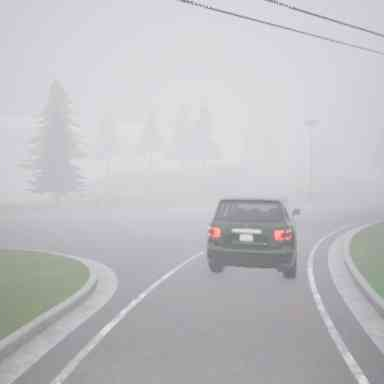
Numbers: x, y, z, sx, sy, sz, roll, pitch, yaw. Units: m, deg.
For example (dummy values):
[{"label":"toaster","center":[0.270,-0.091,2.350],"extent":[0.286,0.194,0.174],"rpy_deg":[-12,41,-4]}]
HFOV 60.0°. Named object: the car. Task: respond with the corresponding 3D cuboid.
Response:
[{"label":"car","center":[1.993,1.077,9.977],"extent":[2.150,2.045,5.566],"rpy_deg":[0,1,17]}]
